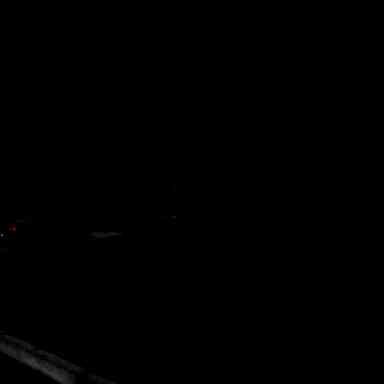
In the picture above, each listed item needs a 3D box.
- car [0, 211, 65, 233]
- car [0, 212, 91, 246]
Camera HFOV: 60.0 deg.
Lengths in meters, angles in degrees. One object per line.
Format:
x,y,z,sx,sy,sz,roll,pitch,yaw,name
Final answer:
-13.855,2.529,29.017,2.128,1.511,4.902,-3,-2,33,car
-8.048,2.020,18.674,1.882,1.535,5.008,-3,-2,34,car
